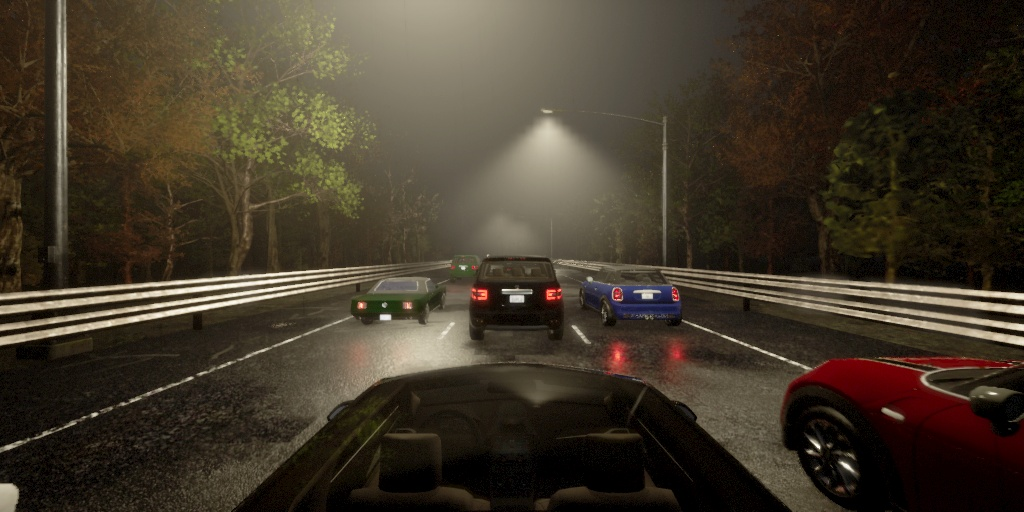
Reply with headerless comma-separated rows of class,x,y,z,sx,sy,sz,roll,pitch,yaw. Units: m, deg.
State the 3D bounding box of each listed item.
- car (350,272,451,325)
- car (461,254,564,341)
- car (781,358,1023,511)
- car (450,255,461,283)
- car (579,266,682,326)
car,-3.395,1.347,11.762,1.895,1.301,4.718,0,0,-1
car,0.103,0.970,10.045,2.150,2.045,5.566,0,0,0
car,3.595,1.101,1.501,2.097,1.767,4.553,0,0,0
car,-3.395,0.954,27.694,2.150,2.045,5.566,0,0,0
car,3.605,1.098,11.744,2.097,1.767,4.553,0,0,-1
